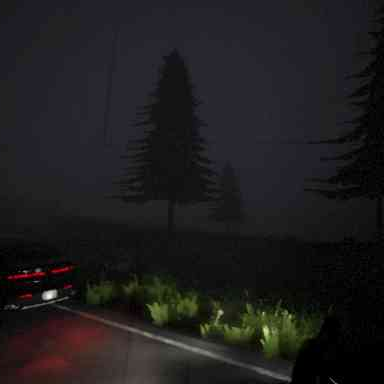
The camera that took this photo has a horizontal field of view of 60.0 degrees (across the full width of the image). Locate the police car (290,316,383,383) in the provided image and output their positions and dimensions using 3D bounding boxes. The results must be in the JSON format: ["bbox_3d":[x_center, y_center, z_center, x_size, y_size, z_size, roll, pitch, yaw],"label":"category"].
[{"bbox_3d":[3.372,1.597,2.190,5.238,1.638,1.930,-1,-3,35],"label":"police car"}]

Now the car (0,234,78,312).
[{"bbox_3d":[-4.736,1.770,7.851,4.892,1.490,1.837,-1,-3,35],"label":"car"}]
